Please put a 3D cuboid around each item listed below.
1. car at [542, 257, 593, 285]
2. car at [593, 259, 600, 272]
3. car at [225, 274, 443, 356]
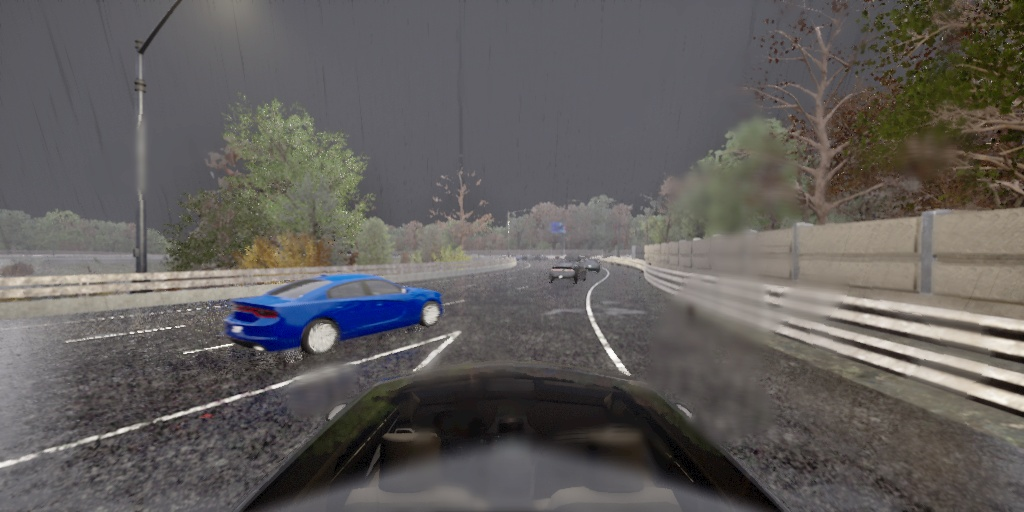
[{"bbox_3d":[3.882,1.072,24.421,2.128,1.511,4.902,0,1,21],"label":"car"},{"bbox_3d":[8.700,1.035,39.760,1.994,1.385,4.181,0,0,13],"label":"car"},{"bbox_3d":[-3.785,1.176,8.697,1.882,1.535,5.008,1,1,30],"label":"car"}]
